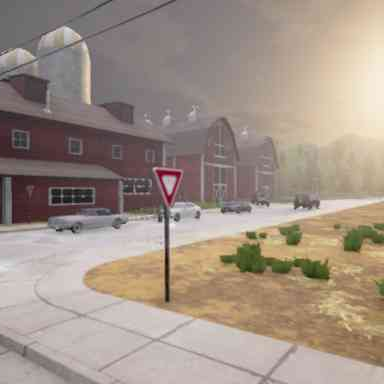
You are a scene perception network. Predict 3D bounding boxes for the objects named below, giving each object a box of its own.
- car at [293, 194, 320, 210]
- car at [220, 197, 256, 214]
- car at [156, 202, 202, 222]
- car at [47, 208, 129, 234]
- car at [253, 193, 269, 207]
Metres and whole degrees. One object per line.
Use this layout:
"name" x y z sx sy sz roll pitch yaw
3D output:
"car" 15.297 1.239 44.268 2.150 2.045 5.566 0 0 36
"car" 4.709 1.589 35.359 1.994 1.385 4.181 0 0 35
"car" -0.951 1.550 27.187 1.812 1.442 4.674 0 0 35
"car" -6.070 1.625 19.821 1.895 1.301 4.718 0 0 35
"car" 10.387 1.183 50.779 1.905 1.878 3.866 6 1 -8
